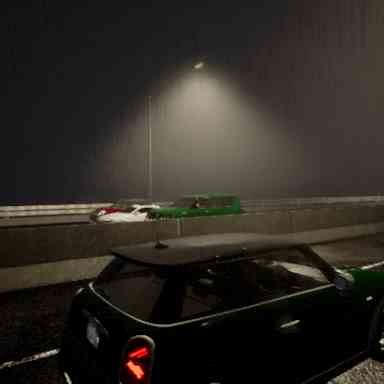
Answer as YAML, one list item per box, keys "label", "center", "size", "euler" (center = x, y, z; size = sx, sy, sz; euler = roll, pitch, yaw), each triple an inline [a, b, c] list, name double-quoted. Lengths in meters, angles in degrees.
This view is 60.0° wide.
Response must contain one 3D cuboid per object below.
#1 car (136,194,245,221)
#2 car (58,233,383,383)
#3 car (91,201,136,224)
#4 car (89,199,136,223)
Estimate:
- label: "car"
  center: [0.262, 1.142, 17.045]
  size: [5.566, 2.045, 2.150]
  euler: [-1, 0, -35]
- label: "car"
  center: [0.806, 1.328, 4.308]
  size: [4.553, 1.767, 2.097]
  euler: [-1, 0, -35]
- label: "car"
  center: [-3.022, 1.458, 19.008]
  size: [4.674, 1.442, 1.812]
  euler: [-1, 0, -35]
- label: "car"
  center: [-4.474, 1.278, 22.266]
  size: [4.553, 1.767, 2.097]
  euler: [-1, 0, -35]
